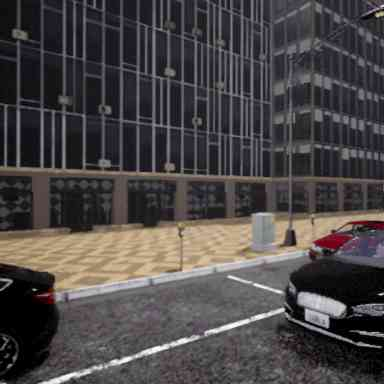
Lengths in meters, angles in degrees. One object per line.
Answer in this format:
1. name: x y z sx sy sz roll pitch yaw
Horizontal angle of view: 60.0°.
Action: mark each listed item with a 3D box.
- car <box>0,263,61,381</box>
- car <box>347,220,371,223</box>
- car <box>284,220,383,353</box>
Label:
1. car: -3.809 1.567 3.839 4.313 1.339 1.947 0 0 -35
2. car: 5.458 1.567 10.449 4.206 1.307 1.802 0 0 -35
3. car: 3.725 1.482 6.036 4.902 1.511 2.128 0 0 -35
